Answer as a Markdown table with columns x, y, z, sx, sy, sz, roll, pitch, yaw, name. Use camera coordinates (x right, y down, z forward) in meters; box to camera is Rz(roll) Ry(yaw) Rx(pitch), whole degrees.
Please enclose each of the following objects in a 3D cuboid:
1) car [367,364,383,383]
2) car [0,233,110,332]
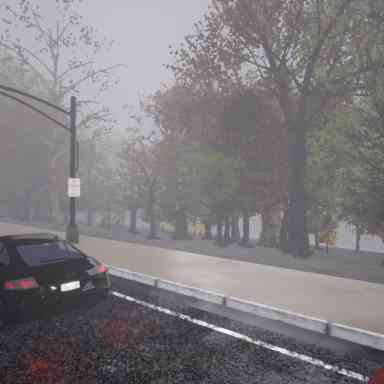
| x | y | z | sx | sy | sz | roll | pitch | yaw | name |
| --- | --- | --- | --- | --- | --- | --- | --- | --- | --- |
| 3.225 | 1.478 | 0.943 | 5.008 | 1.535 | 1.882 | 0 | 0 | 42 | car |
| -3.560 | 1.562 | 6.964 | 4.181 | 1.385 | 1.994 | 0 | 0 | 42 | car |
